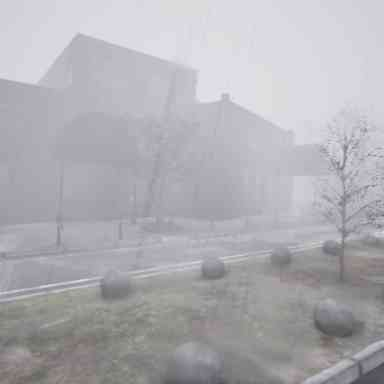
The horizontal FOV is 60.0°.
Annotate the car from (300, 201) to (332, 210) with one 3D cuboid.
[{"bbox_3d":[18.783,2.039,49.920,4.718,1.301,1.895,1,-1,35],"label":"car"}]
